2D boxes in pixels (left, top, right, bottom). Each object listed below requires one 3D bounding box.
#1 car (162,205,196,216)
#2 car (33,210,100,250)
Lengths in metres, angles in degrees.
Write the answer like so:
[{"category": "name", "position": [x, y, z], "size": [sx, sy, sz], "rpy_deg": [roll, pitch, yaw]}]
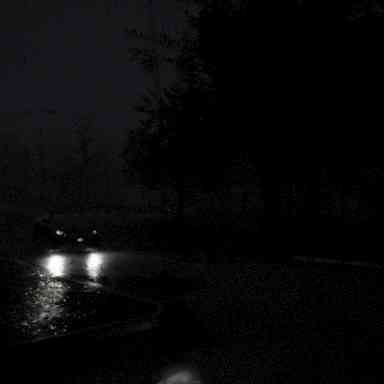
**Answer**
[{"category": "car", "position": [-1.808, 2.437, 45.423], "size": [5.008, 1.535, 1.882], "rpy_deg": [3, -2, -37]}, {"category": "car", "position": [-5.620, 1.537, 14.563], "size": [1.812, 1.442, 4.674], "rpy_deg": [3, -2, -36]}]
